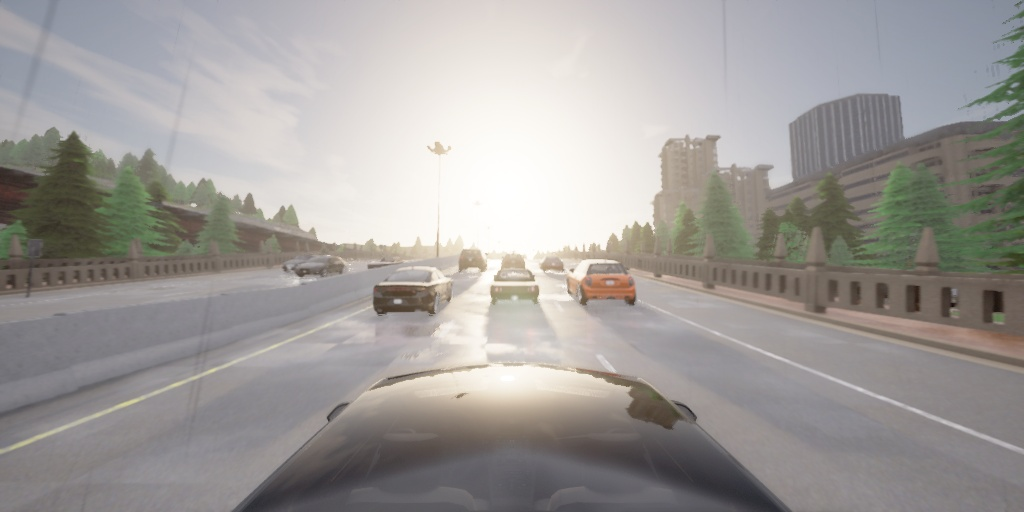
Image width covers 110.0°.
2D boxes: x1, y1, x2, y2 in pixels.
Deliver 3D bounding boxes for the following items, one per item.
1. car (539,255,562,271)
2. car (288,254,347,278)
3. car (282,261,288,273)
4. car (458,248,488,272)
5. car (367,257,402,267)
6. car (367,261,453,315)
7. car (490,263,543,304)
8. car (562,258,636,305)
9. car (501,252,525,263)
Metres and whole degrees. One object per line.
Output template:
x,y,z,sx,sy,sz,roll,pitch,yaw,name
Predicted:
3.606,0.615,33.190,1.994,1.385,4.181,0,2,0,car
-14.093,0.746,26.776,1.837,1.490,4.892,0,2,0,car
-17.591,0.613,30.830,2.128,1.511,4.902,0,2,0,car
-3.394,0.315,31.794,2.150,2.045,5.566,0,2,0,car
-10.592,0.733,30.471,1.895,1.301,4.718,0,2,0,car
-3.398,1.125,13.138,1.882,1.535,5.008,0,2,0,car
0.103,1.182,15.389,1.895,1.301,4.718,0,2,0,car
3.602,0.936,15.280,2.097,1.767,4.553,0,2,0,car
0.106,0.424,32.489,2.097,1.767,4.553,0,2,0,car
